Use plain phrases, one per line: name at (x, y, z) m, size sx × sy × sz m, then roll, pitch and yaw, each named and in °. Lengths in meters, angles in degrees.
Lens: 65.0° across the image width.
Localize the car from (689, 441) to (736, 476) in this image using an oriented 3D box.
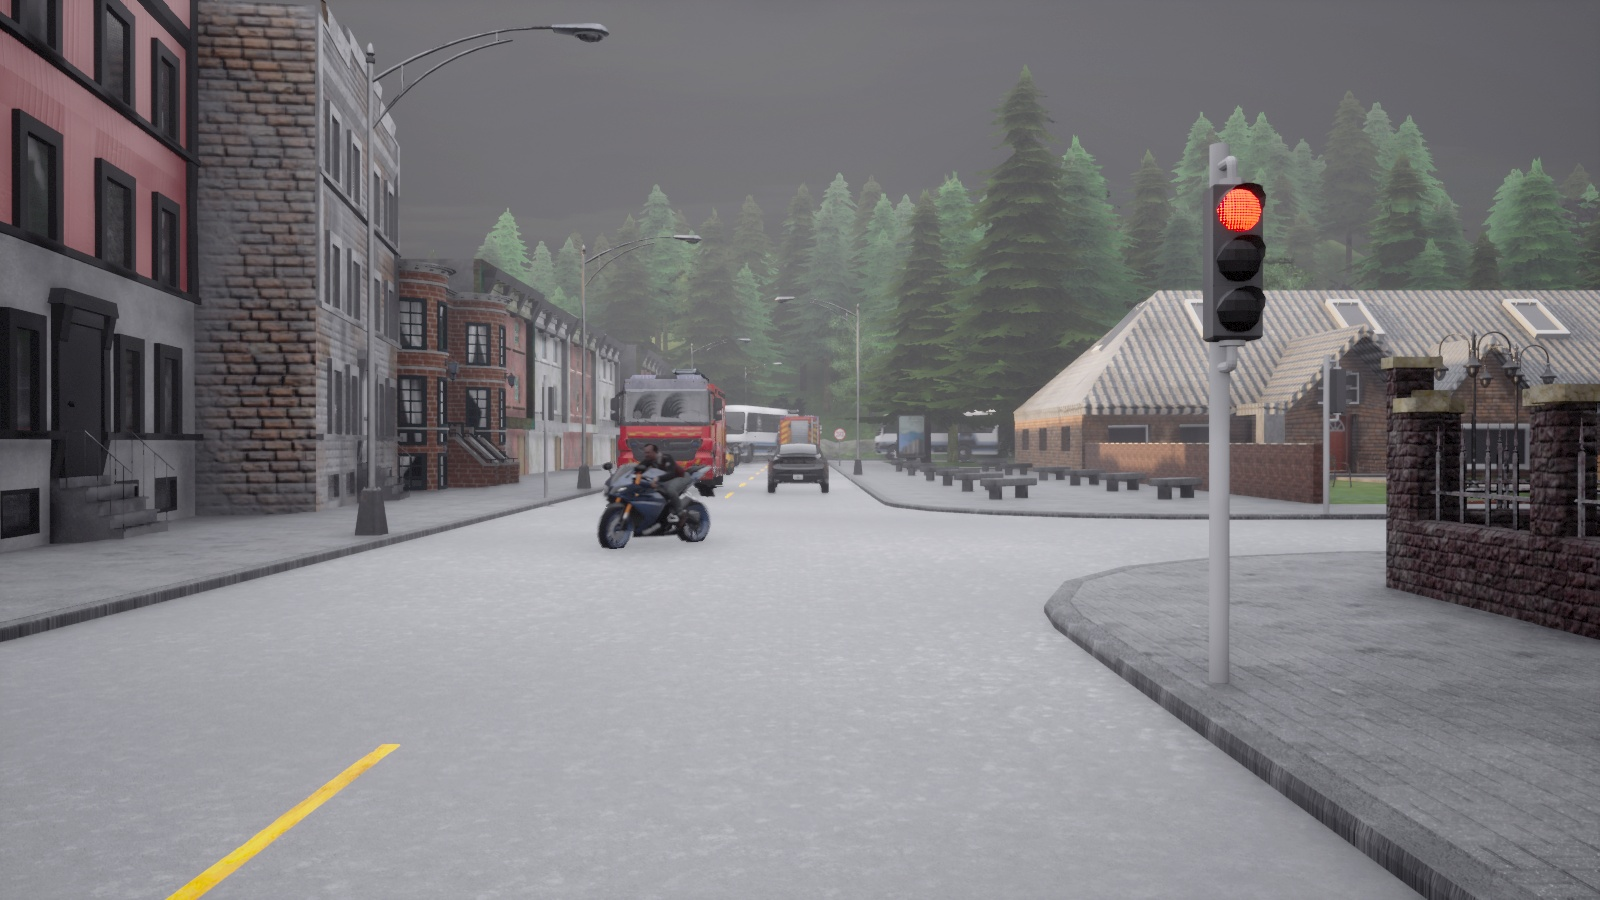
car at (-4.050, 0.350, 58.914) m, size 1.801 × 1.575 × 5.366 m, roll 0°, pitch 0°, yaw 0°

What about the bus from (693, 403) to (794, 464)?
bus at (-4.048, -1.186, 94.047) m, size 3.944 × 4.253 × 10.273 m, roll 1°, pitch 0°, yaw 19°

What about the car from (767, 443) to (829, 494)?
car at (-0.051, 0.529, 39.442) m, size 1.837 × 1.490 × 4.892 m, roll 0°, pitch 0°, yaw 0°

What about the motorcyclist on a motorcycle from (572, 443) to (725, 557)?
motorcyclist on a motorcycle at (-2.168, 0.677, 18.210) m, size 0.866 × 1.530 × 2.191 m, roll 2°, pitch 1°, yaw 39°

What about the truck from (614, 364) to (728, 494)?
truck at (-4.048, -0.654, 41.252) m, size 2.891 × 3.827 × 8.468 m, roll 0°, pitch 0°, yaw 0°

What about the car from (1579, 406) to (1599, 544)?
car at (14.694, 0.375, 18.153) m, size 5.566 × 2.045 × 2.150 m, roll 0°, pitch 0°, yaw -1°

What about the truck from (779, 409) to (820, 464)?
truck at (-0.005, -0.935, 91.733) m, size 2.891 × 3.827 × 8.468 m, roll 0°, pitch 0°, yaw 0°
